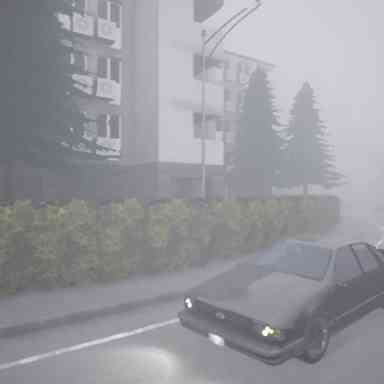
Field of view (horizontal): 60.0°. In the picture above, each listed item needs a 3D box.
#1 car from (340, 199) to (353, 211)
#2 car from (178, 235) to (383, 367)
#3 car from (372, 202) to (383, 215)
[{"bbox_3d":[18.901,1.674,43.945,2.128,1.511,4.902,0,0,-17],"label":"car"},{"bbox_3d":[2.286,1.571,6.184,5.357,1.411,2.033,0,0,-43],"label":"car"},{"bbox_3d":[20.237,1.665,33.772,1.837,1.490,4.892,0,0,2],"label":"car"}]
